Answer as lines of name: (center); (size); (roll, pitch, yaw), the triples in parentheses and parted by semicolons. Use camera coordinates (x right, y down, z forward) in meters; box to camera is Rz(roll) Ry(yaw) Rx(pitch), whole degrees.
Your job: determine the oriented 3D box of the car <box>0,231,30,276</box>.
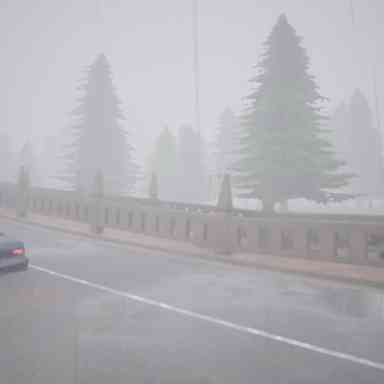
car: (-6.299, 1.297, 8.493); (5.357, 1.411, 2.033); (3, 2, 36)
